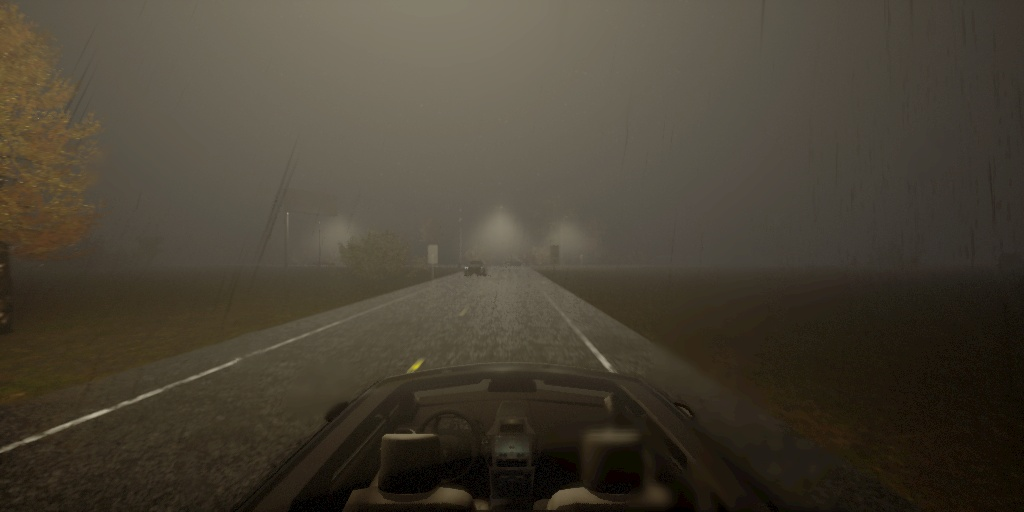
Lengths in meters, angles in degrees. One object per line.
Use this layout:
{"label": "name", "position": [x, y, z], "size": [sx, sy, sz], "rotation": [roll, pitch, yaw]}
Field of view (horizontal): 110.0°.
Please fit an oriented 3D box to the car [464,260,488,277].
{"label": "car", "position": [-3.561, 1.164, 36.174], "size": [2.097, 1.767, 4.553], "rotation": [0, 0, 0]}
